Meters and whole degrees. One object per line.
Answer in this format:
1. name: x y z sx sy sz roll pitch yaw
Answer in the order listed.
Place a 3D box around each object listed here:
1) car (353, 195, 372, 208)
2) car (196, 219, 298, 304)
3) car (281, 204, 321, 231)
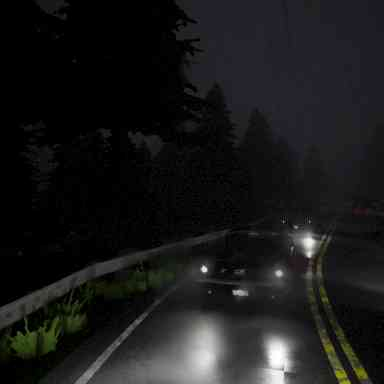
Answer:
1. car: 20.645 1.058 40.233 2.128 1.511 4.902 -2 0 28
2. car: 1.591 1.599 8.420 1.895 1.301 4.718 -1 0 18
3. car: 6.679 1.460 20.059 2.033 1.411 5.357 -2 0 26
